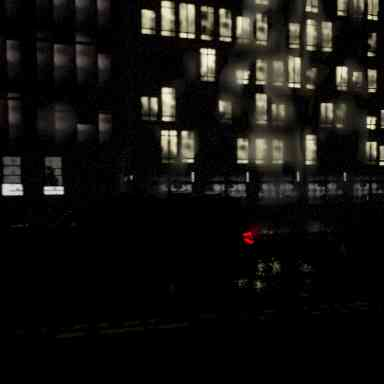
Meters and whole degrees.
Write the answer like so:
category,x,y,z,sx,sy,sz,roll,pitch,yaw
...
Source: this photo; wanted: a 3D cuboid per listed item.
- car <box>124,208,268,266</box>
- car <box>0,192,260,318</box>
category,x,y,z,sx,sy,sz,roll,pitch,yaw
car,0.010,1.296,10.530,4.181,1.385,1.994,0,2,-14
car,-1.427,1.028,6.828,5.566,2.045,2.150,1,1,-14
